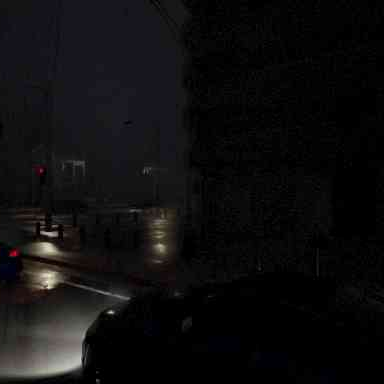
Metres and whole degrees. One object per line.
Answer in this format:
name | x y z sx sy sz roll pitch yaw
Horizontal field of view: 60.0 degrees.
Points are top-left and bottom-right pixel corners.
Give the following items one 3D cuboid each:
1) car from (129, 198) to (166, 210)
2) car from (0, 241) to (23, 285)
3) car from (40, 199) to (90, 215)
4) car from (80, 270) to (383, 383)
car | -5.576 1.492 42.797 2.033 1.411 5.357 0 0 36
car | -6.097 1.564 8.319 4.181 1.385 1.994 0 0 36
car | -12.565 1.449 33.121 1.837 1.490 4.892 0 0 36
car | 0.755 1.564 3.452 4.181 1.385 1.994 0 0 36
